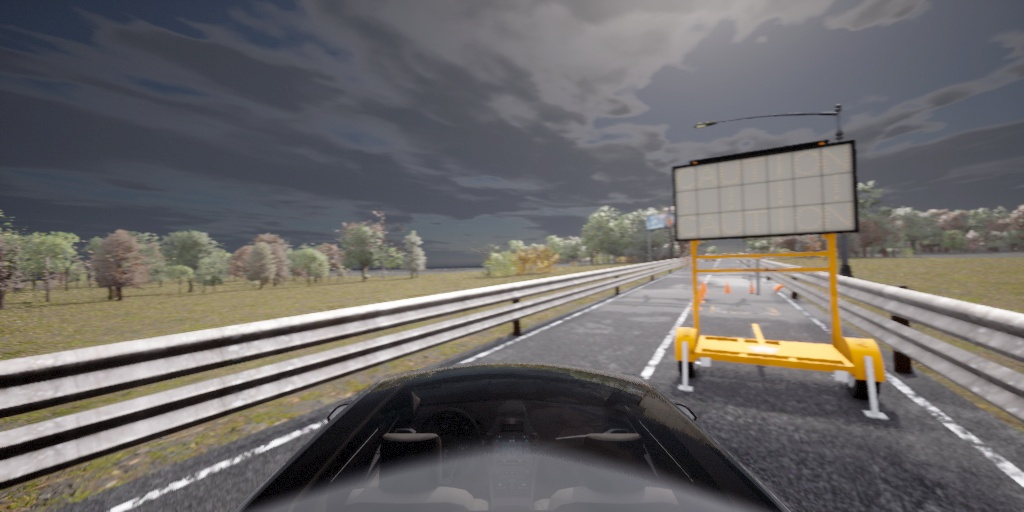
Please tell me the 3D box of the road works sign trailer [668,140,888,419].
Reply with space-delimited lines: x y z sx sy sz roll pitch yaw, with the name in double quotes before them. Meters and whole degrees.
"road works sign trailer" 4.086 0.104 5.874 2.380 3.560 2.880 0 0 31
